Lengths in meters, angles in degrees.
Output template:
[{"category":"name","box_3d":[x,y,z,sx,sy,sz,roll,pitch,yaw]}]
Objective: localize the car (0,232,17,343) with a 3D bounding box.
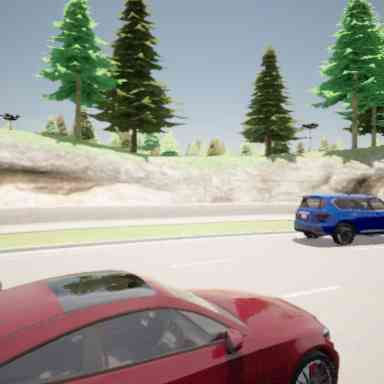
[{"category":"car","box_3d":[-5.352,1.468,4.125,5.357,1.411,2.033,0,1,-37]}]

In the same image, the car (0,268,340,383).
[{"category":"car","box_3d":[-0.620,1.488,3.052,4.674,1.442,1.812,0,0,-34]}]

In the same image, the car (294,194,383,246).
[{"category":"car","box_3d":[7.207,1.124,14.646,5.566,2.045,2.150,0,0,-18]}]
